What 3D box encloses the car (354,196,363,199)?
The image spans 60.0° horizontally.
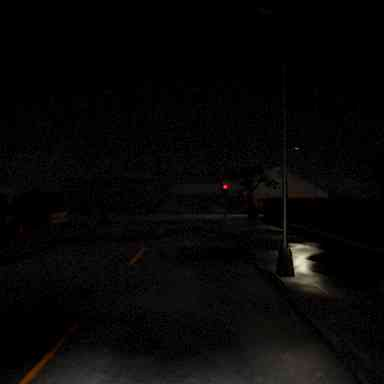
[{"bbox_3d":[38.032,1.772,75.226,1.905,1.878,3.866,0,-1,0],"label":"car"}]
